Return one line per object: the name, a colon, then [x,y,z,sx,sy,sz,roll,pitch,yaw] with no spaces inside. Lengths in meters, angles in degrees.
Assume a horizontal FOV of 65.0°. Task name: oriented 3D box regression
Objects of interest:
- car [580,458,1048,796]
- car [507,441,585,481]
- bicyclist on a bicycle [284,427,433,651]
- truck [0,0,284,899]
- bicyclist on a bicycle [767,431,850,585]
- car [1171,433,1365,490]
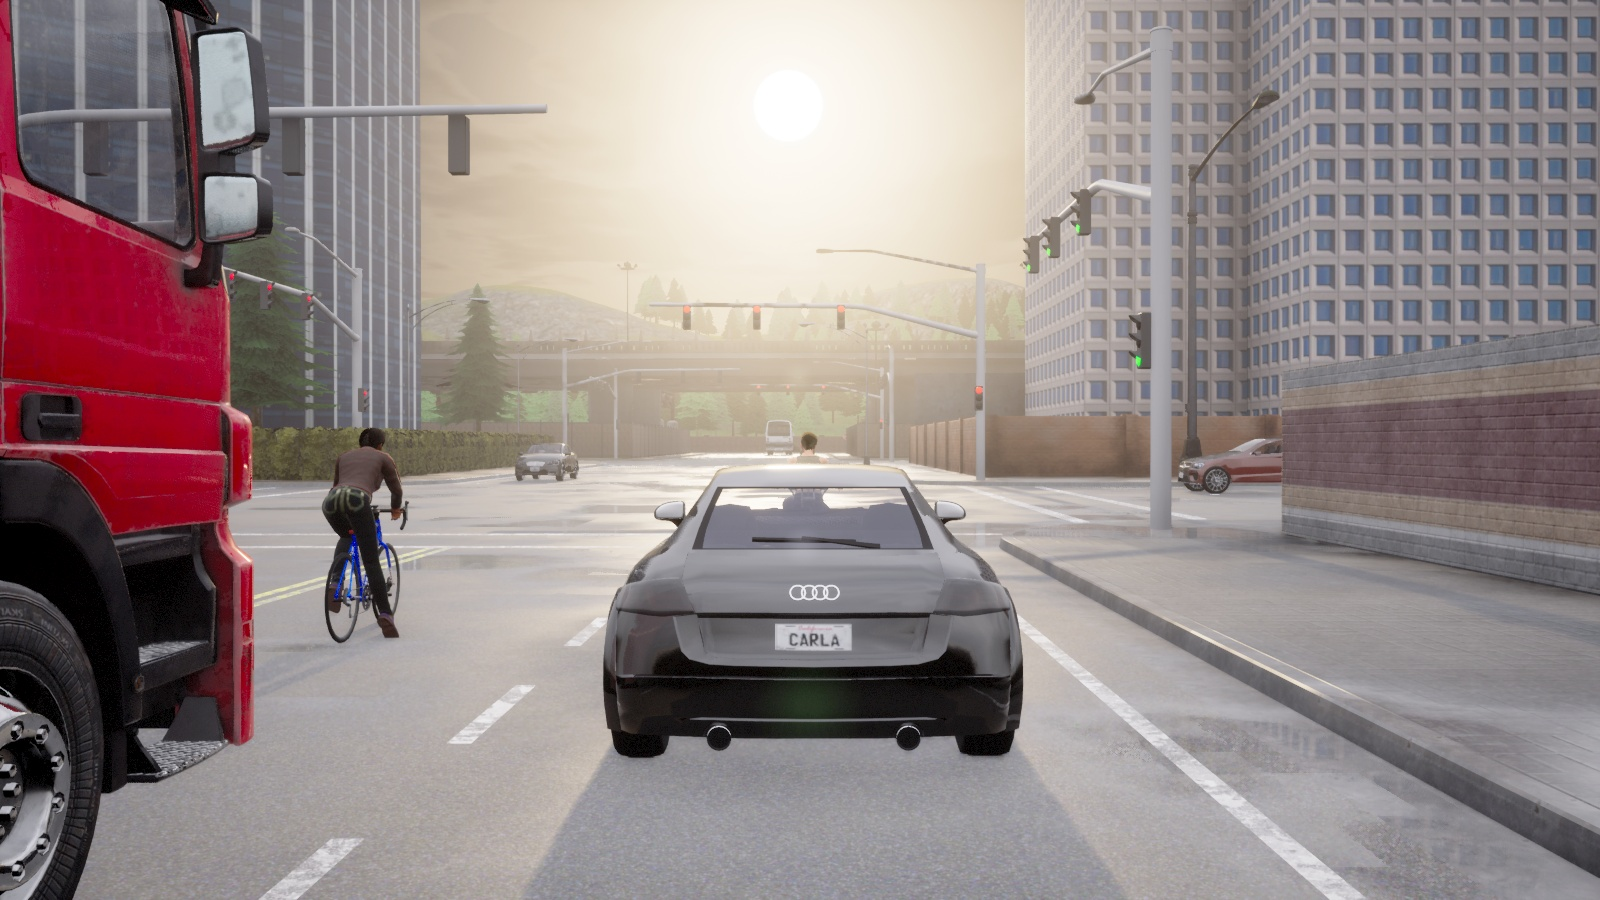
car: [0.060,0.768,7.443,1.994,1.385,4.181,0,0,0]
car: [-10.185,0.408,50.752,2.128,1.511,4.902,0,0,0]
bicyclist on a bicycle: [-3.426,0.641,9.893,0.582,1.620,1.656,0,0,0]
truck: [-3.478,-0.243,0.926,2.891,3.462,7.936,0,0,0]
bicyclist on a bicycle: [0.093,0.604,13.963,0.866,1.612,1.509,0,0,0]
car: [13.928,0.324,37.603,5.027,1.651,2.152,0,0,1]
